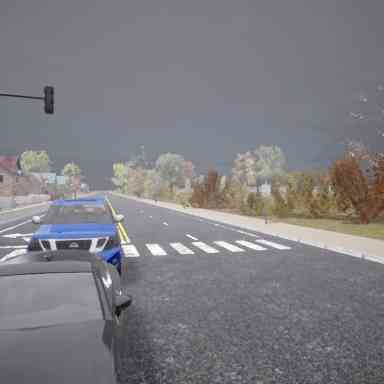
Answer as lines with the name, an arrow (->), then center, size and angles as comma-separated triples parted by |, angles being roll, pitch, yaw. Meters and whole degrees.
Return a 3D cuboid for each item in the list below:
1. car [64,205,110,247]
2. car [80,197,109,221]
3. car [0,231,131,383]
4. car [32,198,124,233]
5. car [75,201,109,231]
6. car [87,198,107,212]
car -> -4.968, 1.498, 16.135 | 1.837, 1.490, 4.892 | 0, 0, -15
car -> -8.033, 1.337, 27.631 | 2.097, 1.767, 4.553 | 0, 0, -15
car -> -1.740, 1.524, 3.956 | 1.812, 1.442, 4.674 | 0, 0, -12
car -> -3.345, 1.218, 10.054 | 2.150, 2.045, 5.566 | 0, 0, -15
car -> -6.505, 1.468, 21.889 | 1.882, 1.535, 5.008 | 0, 0, -15
car -> -11.076, 1.466, 39.034 | 2.128, 1.511, 4.902 | 0, 0, -15
